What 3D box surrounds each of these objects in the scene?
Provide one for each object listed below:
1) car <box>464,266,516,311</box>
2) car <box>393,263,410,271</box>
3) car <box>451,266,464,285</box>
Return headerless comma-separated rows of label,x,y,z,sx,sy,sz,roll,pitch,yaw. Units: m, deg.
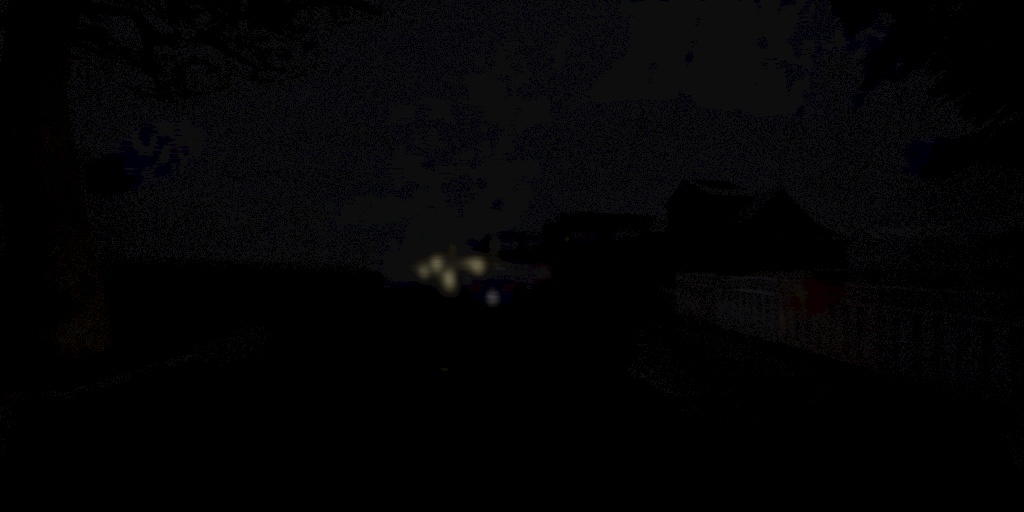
car,-1.022,1.376,15.534,1.882,1.535,5.008,0,0,-7
car,-17.443,1.731,56.387,1.895,1.301,4.718,0,0,-28
car,-3.848,1.557,29.965,1.812,1.442,4.674,0,0,-15
